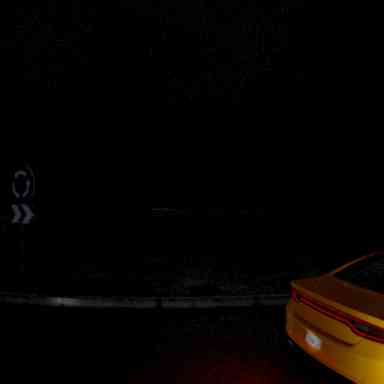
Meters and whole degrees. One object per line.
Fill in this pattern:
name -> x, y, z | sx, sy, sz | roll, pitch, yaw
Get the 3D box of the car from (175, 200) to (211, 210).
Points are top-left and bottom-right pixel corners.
car -> 0.176, 1.641, 43.363 | 4.718, 1.301, 1.895 | 0, 0, 4

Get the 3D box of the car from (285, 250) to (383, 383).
car -> 3.700, 1.480, 4.408 | 5.008, 1.535, 1.882 | 0, 0, -17
